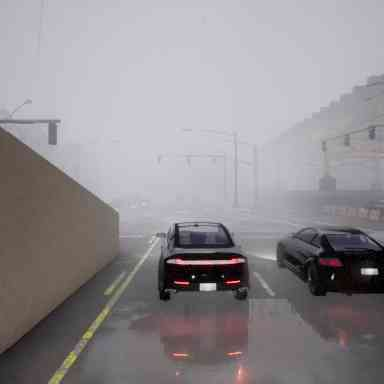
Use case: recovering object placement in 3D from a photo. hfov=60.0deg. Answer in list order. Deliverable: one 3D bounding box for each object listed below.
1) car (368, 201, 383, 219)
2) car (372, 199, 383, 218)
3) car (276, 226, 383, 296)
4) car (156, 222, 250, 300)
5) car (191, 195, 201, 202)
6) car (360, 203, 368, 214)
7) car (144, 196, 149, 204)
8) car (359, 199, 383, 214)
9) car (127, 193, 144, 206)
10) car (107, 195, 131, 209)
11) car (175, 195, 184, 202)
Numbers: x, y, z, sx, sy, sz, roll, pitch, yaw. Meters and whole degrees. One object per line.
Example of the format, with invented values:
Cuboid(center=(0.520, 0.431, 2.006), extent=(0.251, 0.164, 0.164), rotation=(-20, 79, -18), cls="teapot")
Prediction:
Cuboid(center=(17.446, 1.453, 26.820), extent=(2.038, 1.542, 4.974), rotation=(0, 0, -35), cls="car")
Cuboid(center=(17.476, 1.295, 26.778), extent=(1.853, 1.218, 4.536), rotation=(0, 0, -35), cls="car")
Cuboid(center=(3.575, 1.564, 8.676), extent=(1.994, 1.385, 4.181), rotation=(0, 0, 0), cls="car")
Cuboid(center=(0.137, 1.492, 8.393), extent=(2.128, 1.511, 4.902), rotation=(0, 0, -4), cls="car")
Cuboid(center=(0.864, 1.355, 69.974), extent=(2.033, 1.411, 5.357), rotation=(0, 0, 1), cls="car")
Cuboid(center=(17.553, 1.453, 31.427), extent=(4.974, 1.542, 2.038), rotation=(0, 0, -45), cls="car")
Cuboid(center=(-9.771, 1.564, 65.926), extent=(1.994, 1.385, 4.181), rotation=(0, 0, 2), cls="car")
Cuboid(center=(17.590, 1.295, 31.464), extent=(4.536, 1.218, 1.853), rotation=(0, 0, -45), cls="car")
Cuboid(center=(-10.083, 1.221, 55.953), extent=(2.150, 2.045, 5.566), rotation=(0, 0, 2), cls="car")
Cuboid(center=(-10.344, 1.547, 46.022), extent=(2.033, 1.411, 5.357), rotation=(0, 0, 2), cls="car")
Cuboid(center=(-2.635, 1.355, 70.063), extent=(2.033, 1.411, 5.357), rotation=(0, 0, 1), cls="car")
